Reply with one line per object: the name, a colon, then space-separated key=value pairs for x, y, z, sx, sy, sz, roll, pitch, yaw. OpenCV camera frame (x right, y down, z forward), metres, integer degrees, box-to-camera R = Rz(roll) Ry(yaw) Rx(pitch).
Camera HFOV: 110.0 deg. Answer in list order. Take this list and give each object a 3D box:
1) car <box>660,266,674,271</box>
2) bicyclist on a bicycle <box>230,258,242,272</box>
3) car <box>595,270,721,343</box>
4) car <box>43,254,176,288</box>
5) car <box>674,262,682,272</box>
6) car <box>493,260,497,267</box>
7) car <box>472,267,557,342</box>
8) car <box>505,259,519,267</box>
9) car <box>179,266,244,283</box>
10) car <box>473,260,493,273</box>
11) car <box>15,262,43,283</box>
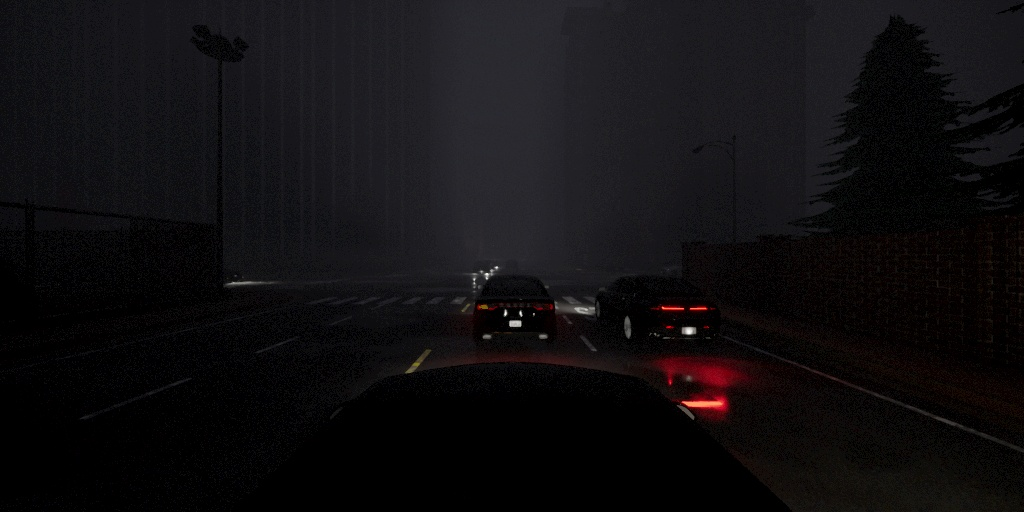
car: x=16.232 y=1.220 z=33.361 sx=4.674 sy=1.442 sz=1.812 roll=0 pitch=0 yaw=0
bicyclist on a bicycle: x=-29.244 y=0.995 z=37.948 sx=0.582 sy=1.620 sz=1.656 roll=0 pitch=0 yaw=0
car: x=3.563 y=1.255 z=9.632 sx=1.837 sy=1.490 sz=4.892 roll=0 pitch=0 yaw=0
car: x=-25.053 y=0.916 z=22.480 sx=5.566 sy=2.045 sz=2.150 roll=0 pitch=0 yaw=0
car: x=16.584 y=1.198 z=29.875 sx=4.892 sy=1.490 sz=1.837 roll=0 pitch=0 yaw=-1
car: x=-3.697 y=1.275 z=54.274 sx=1.812 sy=1.442 sz=4.674 roll=0 pitch=0 yaw=0
car: x=0.045 y=1.228 z=9.767 sx=1.882 sy=1.535 sz=5.008 roll=0 pitch=0 yaw=-1
car: x=-0.012 y=1.227 z=54.989 sx=1.882 sy=1.535 sz=5.008 roll=0 pitch=0 yaw=0
car: x=-22.035 y=1.259 z=25.990 sx=4.181 sy=1.385 sz=1.994 roll=0 pitch=0 yaw=0
car: x=-3.679 y=1.275 z=44.107 sx=1.812 sy=1.442 sz=4.674 roll=0 pitch=0 yaw=0
car: x=-35.394 y=1.172 z=25.945 sx=5.008 sy=1.535 sz=1.882 roll=0 pitch=0 yaw=0
